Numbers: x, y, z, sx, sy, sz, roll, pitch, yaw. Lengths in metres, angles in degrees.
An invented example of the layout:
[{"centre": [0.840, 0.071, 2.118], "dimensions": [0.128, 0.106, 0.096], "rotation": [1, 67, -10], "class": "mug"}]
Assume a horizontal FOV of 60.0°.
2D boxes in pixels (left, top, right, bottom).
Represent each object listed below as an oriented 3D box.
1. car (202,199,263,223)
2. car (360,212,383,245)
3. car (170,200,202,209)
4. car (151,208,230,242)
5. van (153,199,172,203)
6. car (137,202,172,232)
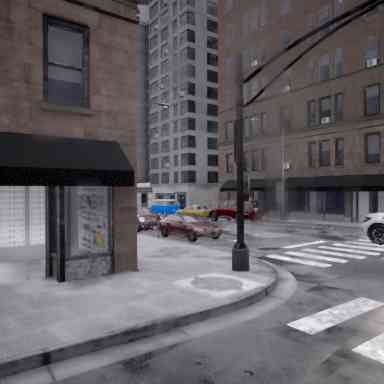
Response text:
[{"centre": [3.468, 1.522, 27.088], "dimensions": [2.192, 1.841, 5.009], "rotation": [-1, 0, -36], "class": "car"}, {"centre": [9.950, 1.242, 13.565], "dimensions": [2.150, 2.045, 5.566], "rotation": [0, -1, -36], "class": "car"}, {"centre": [0.158, 1.805, 31.694], "dimensions": [1.752, 1.417, 4.829], "rotation": [-1, 0, -36], "class": "car"}, {"centre": [-0.227, 1.778, 17.639], "dimensions": [1.802, 1.307, 4.206], "rotation": [-1, 0, -36], "class": "car"}, {"centre": [-2.962, 1.689, 36.022], "dimensions": [1.690, 1.788, 3.998], "rotation": [-1, 0, -36], "class": "van"}, {"centre": [-3.446, 1.706, 22.107], "dimensions": [1.967, 1.590, 4.097], "rotation": [-1, 0, -36], "class": "car"}]
